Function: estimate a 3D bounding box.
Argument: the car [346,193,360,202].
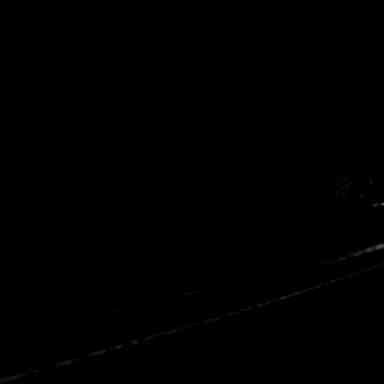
[{"bbox_3d":[31.930,1.018,64.659,1.837,1.490,4.892,-6,-2,-9],"label":"car"}]

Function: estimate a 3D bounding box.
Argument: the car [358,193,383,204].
[{"bbox_3d":[29.036,1.169,53.348,1.895,1.301,4.718,-5,-2,3],"label":"car"}]
